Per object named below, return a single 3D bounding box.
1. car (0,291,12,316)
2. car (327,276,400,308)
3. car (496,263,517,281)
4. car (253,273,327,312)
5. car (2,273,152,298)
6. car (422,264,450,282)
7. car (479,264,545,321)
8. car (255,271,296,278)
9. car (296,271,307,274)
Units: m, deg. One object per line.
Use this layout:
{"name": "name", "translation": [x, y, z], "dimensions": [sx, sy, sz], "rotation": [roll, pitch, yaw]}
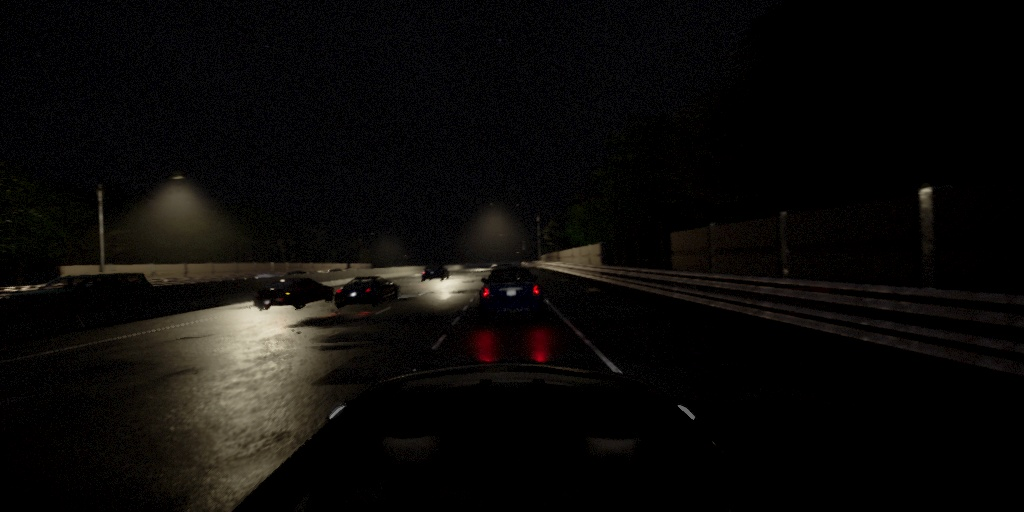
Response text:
{"name": "car", "translation": [-28.330, 2.615, 17.264], "dimensions": [1.895, 1.301, 4.718], "rotation": [-2, 0, -1]}
{"name": "car", "translation": [-7.163, 1.707, 18.067], "dimensions": [1.994, 1.385, 4.181], "rotation": [-2, 0, -1]}
{"name": "car", "translation": [-0.528, 1.474, 34.367], "dimensions": [1.812, 1.442, 4.674], "rotation": [-2, 0, -1]}
{"name": "car", "translation": [-10.659, 1.812, 17.822], "dimensions": [1.812, 1.442, 4.674], "rotation": [-2, 0, -1]}
{"name": "car", "translation": [-21.366, 1.951, 17.967], "dimensions": [2.150, 2.045, 5.566], "rotation": [-2, 0, -1]}
{"name": "car", "translation": [-7.577, 1.603, 35.875], "dimensions": [2.097, 1.767, 4.553], "rotation": [-2, 0, -1]}
{"name": "car", "translation": [-0.066, 1.178, 13.244], "dimensions": [2.097, 1.767, 4.553], "rotation": [-2, 0, -1]}
{"name": "car", "translation": [-25.287, 2.541, 37.161], "dimensions": [2.033, 1.411, 5.357], "rotation": [-2, 0, -1]}
{"name": "car", "translation": [-32.607, 3.003, 54.168], "dimensions": [1.837, 1.490, 4.892], "rotation": [-2, -1, -1]}
